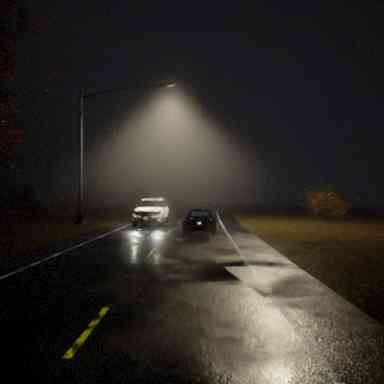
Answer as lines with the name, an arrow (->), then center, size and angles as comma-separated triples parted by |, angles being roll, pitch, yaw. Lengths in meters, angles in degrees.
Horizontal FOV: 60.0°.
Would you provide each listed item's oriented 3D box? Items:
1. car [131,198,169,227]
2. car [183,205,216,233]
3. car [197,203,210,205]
car -> -3.003, 1.475, 25.189 | 2.150, 2.045, 5.566 | 0, -1, 3
car -> 0.495, 1.777, 21.066 | 1.994, 1.385, 4.181 | 0, -1, 2
car -> 1.448, 1.968, 40.108 | 1.994, 1.385, 4.181 | 0, -1, 4
